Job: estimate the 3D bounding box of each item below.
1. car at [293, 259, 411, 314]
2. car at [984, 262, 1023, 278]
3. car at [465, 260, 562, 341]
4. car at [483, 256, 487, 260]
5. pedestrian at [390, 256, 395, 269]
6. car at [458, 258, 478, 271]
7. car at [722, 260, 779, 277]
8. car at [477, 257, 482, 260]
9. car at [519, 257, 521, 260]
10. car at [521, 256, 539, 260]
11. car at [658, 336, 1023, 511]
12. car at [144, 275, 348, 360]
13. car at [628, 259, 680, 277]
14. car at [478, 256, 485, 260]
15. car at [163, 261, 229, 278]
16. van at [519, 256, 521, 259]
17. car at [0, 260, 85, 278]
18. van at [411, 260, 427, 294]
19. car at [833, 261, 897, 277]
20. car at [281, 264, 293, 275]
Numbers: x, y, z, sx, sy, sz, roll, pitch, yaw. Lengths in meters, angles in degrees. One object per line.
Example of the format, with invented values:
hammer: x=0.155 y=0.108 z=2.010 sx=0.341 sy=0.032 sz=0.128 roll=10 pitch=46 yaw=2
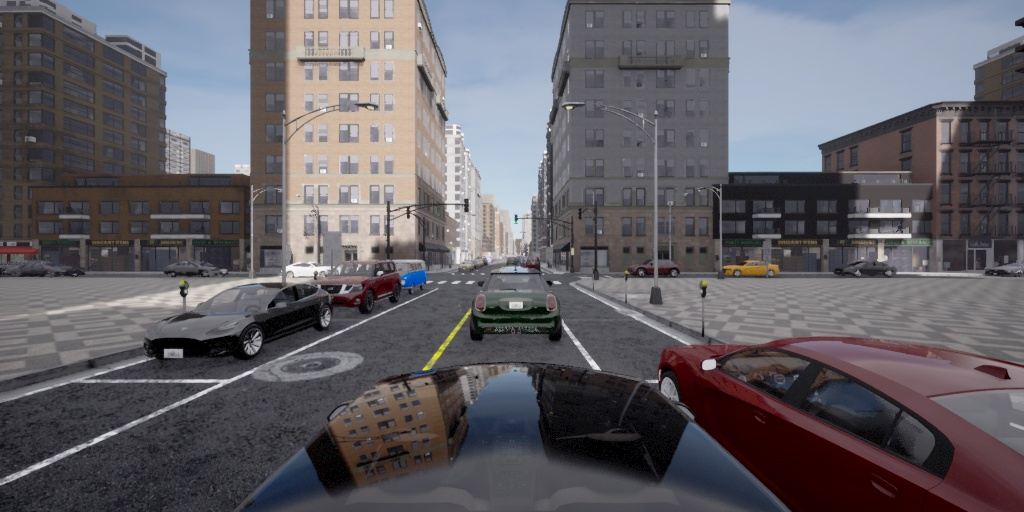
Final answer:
car: x=-5.870 y=1.064 z=14.029 sx=2.192 sy=1.841 sz=5.009 roll=0 pitch=0 yaw=0
car: x=48.079 y=1.287 z=33.637 sx=5.357 sy=1.411 sz=2.033 roll=0 pitch=0 yaw=1
car: x=0.090 y=1.102 z=10.019 sx=2.097 sy=1.767 sz=4.553 roll=0 pitch=0 yaw=0
car: x=-5.918 y=1.165 z=63.483 sx=1.751 sy=1.417 sz=4.829 roll=0 pitch=0 yaw=0
pedestrian: x=-12.586 y=0.845 z=37.629 sx=0.375 sy=1.860 sz=0.375 roll=0 pitch=0 yaw=1
car: x=-5.901 y=1.211 z=46.518 sx=1.751 sy=1.417 sz=4.829 roll=0 pitch=0 yaw=0
car: x=22.494 y=1.189 z=34.092 sx=5.008 sy=1.535 sz=1.882 roll=0 pitch=0 yaw=1
car: x=-5.907 y=1.237 z=52.343 sx=1.948 sy=1.339 sz=4.313 roll=0 pitch=0 yaw=0
car: x=2.613 y=1.201 z=57.981 sx=1.888 sy=1.381 sz=4.507 roll=0 pitch=0 yaw=0
car: x=2.625 y=1.001 z=46.669 sx=2.192 sy=1.841 sz=5.009 roll=0 pitch=0 yaw=0
car: x=2.667 y=1.295 z=2.731 sx=1.888 sy=1.381 sz=4.507 roll=0 pitch=0 yaw=0
car: x=-5.864 y=1.315 z=8.388 sx=1.948 sy=1.339 sz=4.313 roll=0 pitch=0 yaw=0
car: x=13.427 y=1.059 z=34.229 sx=4.553 sy=1.767 sz=2.097 roll=0 pitch=0 yaw=1
car: x=-5.912 y=1.181 z=57.828 sx=1.751 sy=1.417 sz=4.829 roll=0 pitch=0 yaw=0
car: x=-27.781 y=1.199 z=31.612 sx=4.902 sy=1.511 sz=2.128 roll=0 pitch=0 yaw=1
van: x=2.608 y=0.981 z=63.639 sx=1.690 sy=1.789 sz=3.998 roll=0 pitch=0 yaw=0
car: x=-41.398 y=1.252 z=31.821 sx=5.357 sy=1.411 sz=2.033 roll=0 pitch=0 yaw=1
van: x=-5.875 y=1.088 z=19.670 sx=1.690 sy=1.789 sz=3.998 roll=0 pitch=0 yaw=0
car: x=33.347 y=1.225 z=33.928 sx=4.892 sy=1.490 sz=1.837 roll=0 pitch=0 yaw=1
car: x=-17.658 y=1.233 z=31.464 sx=4.674 sy=1.442 sz=1.812 roll=0 pitch=0 yaw=1
